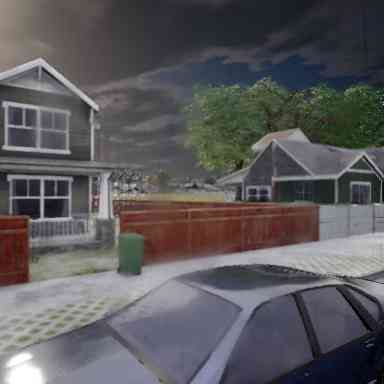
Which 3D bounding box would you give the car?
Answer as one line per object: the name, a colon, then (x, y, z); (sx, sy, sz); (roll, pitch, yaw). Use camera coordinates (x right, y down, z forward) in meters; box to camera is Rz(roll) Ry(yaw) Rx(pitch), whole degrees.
car: (0.488, 1.551, 3.388); (5.357, 1.411, 2.033); (0, 0, -35)
